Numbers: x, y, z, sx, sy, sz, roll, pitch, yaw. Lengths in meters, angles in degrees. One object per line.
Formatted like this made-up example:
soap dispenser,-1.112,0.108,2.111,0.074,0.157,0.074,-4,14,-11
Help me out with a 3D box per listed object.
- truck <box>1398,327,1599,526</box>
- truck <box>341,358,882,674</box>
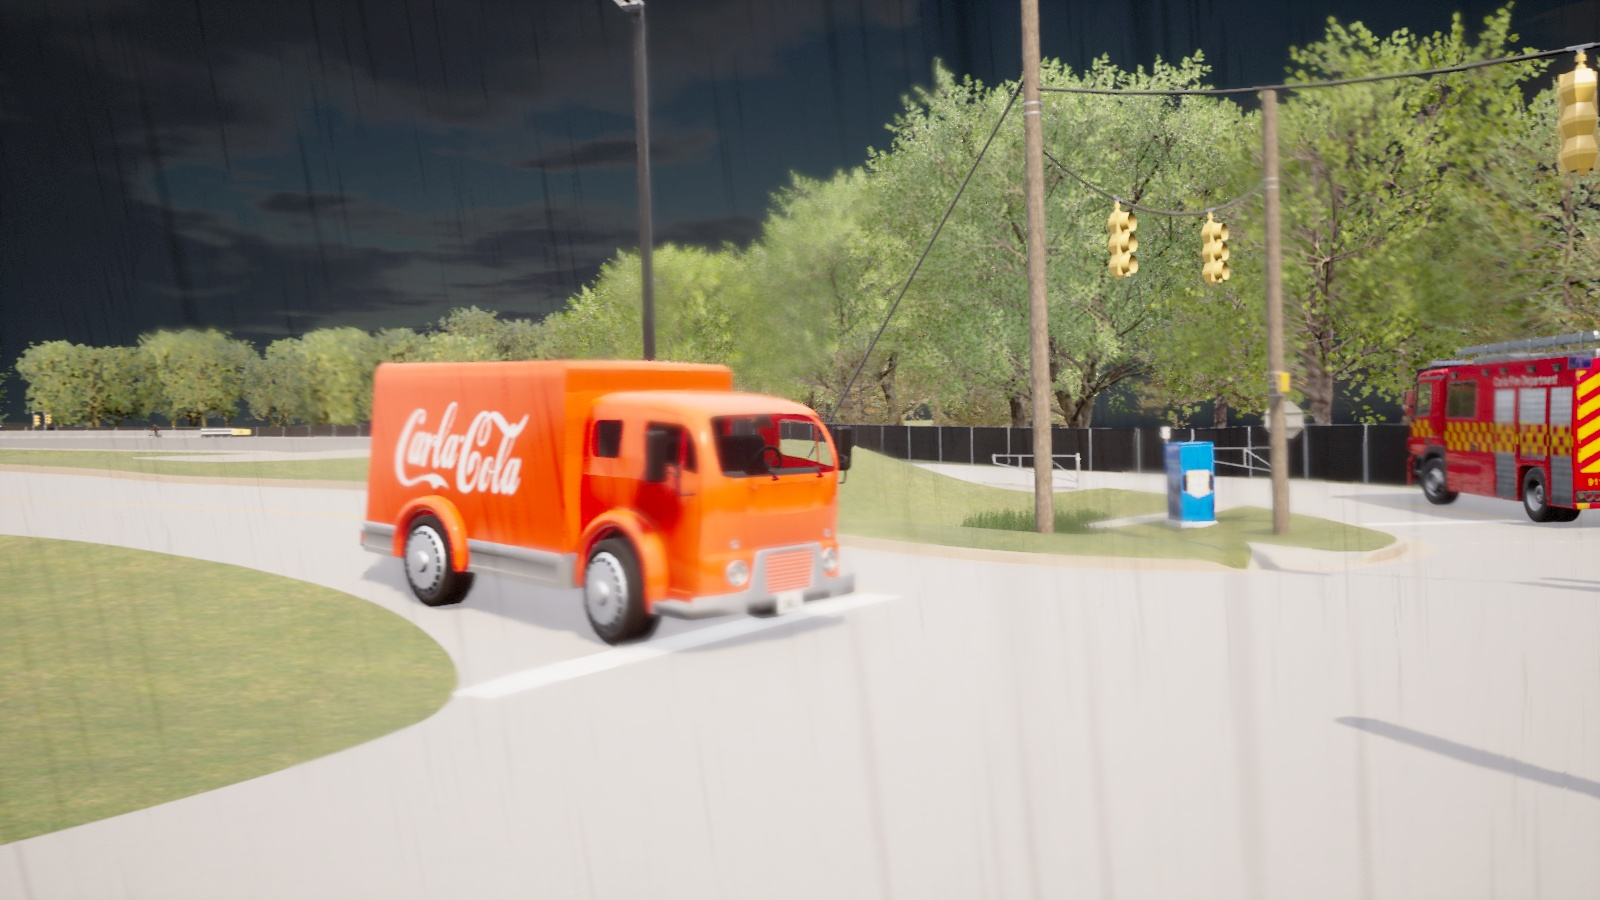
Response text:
truck,16.656,-0.600,28.318,2.891,3.827,8.468,-2,1,5
truck,-2.051,0.361,12.499,5.204,2.467,2.627,4,4,43
